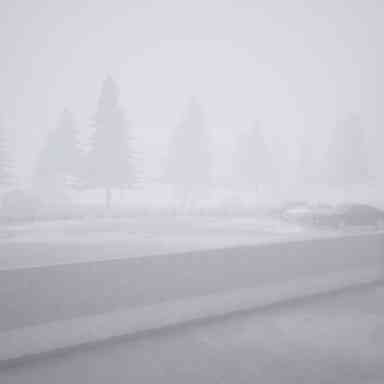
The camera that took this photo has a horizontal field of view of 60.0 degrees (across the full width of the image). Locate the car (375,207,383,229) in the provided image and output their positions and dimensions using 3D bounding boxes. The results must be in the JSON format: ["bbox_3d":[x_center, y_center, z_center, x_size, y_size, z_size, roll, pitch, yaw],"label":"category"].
[{"bbox_3d":[12.642,1.463,17.799,5.008,1.535,1.882,0,0,-20],"label":"car"}]

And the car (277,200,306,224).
[{"bbox_3d":[8.758,1.467,23.814,4.674,1.442,1.812,0,0,-21],"label":"car"}]

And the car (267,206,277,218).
[{"bbox_3d":[8.562,1.431,27.468,4.892,1.490,1.837,0,0,-20],"label":"car"}]

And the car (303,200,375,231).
[{"bbox_3d":[9.669,1.438,20.410,5.008,1.535,1.882,0,0,-21],"label":"car"}]
